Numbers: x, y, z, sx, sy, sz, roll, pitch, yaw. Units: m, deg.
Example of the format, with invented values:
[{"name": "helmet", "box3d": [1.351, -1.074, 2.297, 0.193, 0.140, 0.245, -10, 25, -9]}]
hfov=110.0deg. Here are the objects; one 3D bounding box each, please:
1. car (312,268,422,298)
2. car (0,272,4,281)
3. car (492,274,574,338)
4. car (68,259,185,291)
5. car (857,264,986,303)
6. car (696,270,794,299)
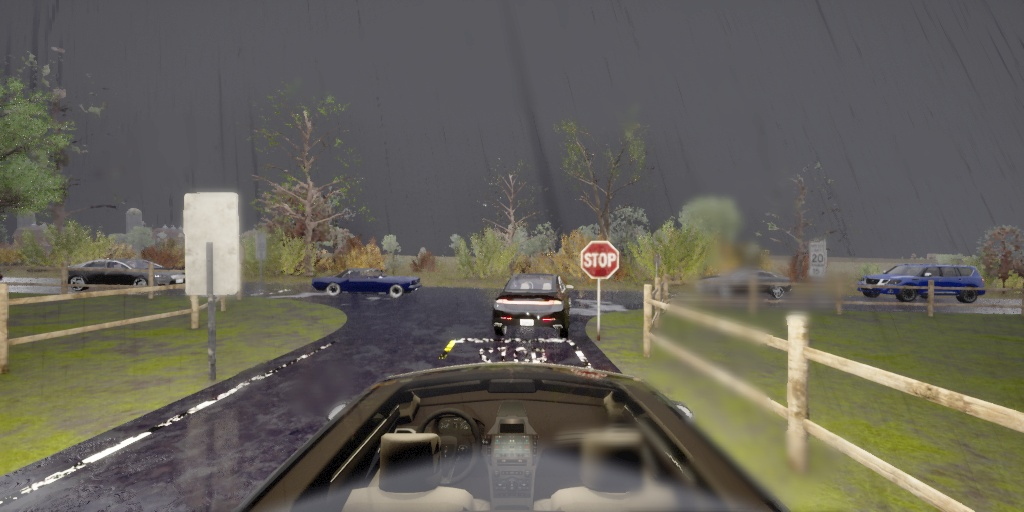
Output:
[{"name": "car", "box3d": [-6.813, 1.248, 17.272, 4.718, 1.301, 1.895, 1, 1, 0]}, {"name": "car", "box3d": [-27.784, 0.717, 17.309, 4.674, 1.442, 1.812, 1, 1, 0]}, {"name": "car", "box3d": [0.711, 1.240, 10.235, 2.128, 1.511, 4.902, 0, 0, 9]}, {"name": "car", "box3d": [-18.481, 0.885, 17.296, 4.902, 1.511, 2.128, 1, 1, 0]}, {"name": "car", "box3d": [22.911, 1.467, 20.169, 5.566, 2.045, 2.150, 1, 1, 0]}, {"name": "car", "box3d": [13.015, 1.525, 20.186, 4.902, 1.511, 2.128, 1, 1, 0]}]
